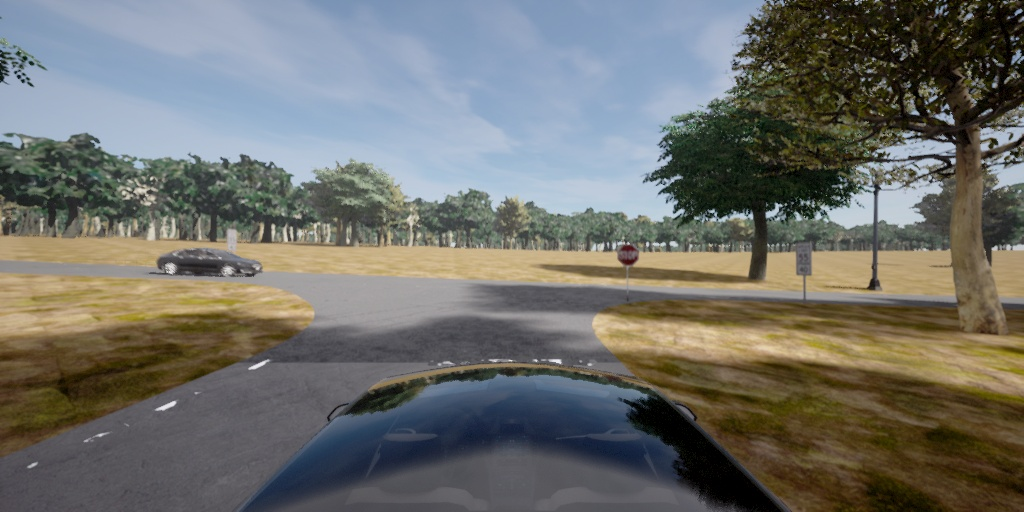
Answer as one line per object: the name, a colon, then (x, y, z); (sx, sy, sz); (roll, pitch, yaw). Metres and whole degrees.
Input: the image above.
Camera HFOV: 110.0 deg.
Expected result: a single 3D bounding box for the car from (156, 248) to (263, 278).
car: (-16.497, 0.350, 19.730); (4.892, 1.490, 1.837); (3, -1, -3)
